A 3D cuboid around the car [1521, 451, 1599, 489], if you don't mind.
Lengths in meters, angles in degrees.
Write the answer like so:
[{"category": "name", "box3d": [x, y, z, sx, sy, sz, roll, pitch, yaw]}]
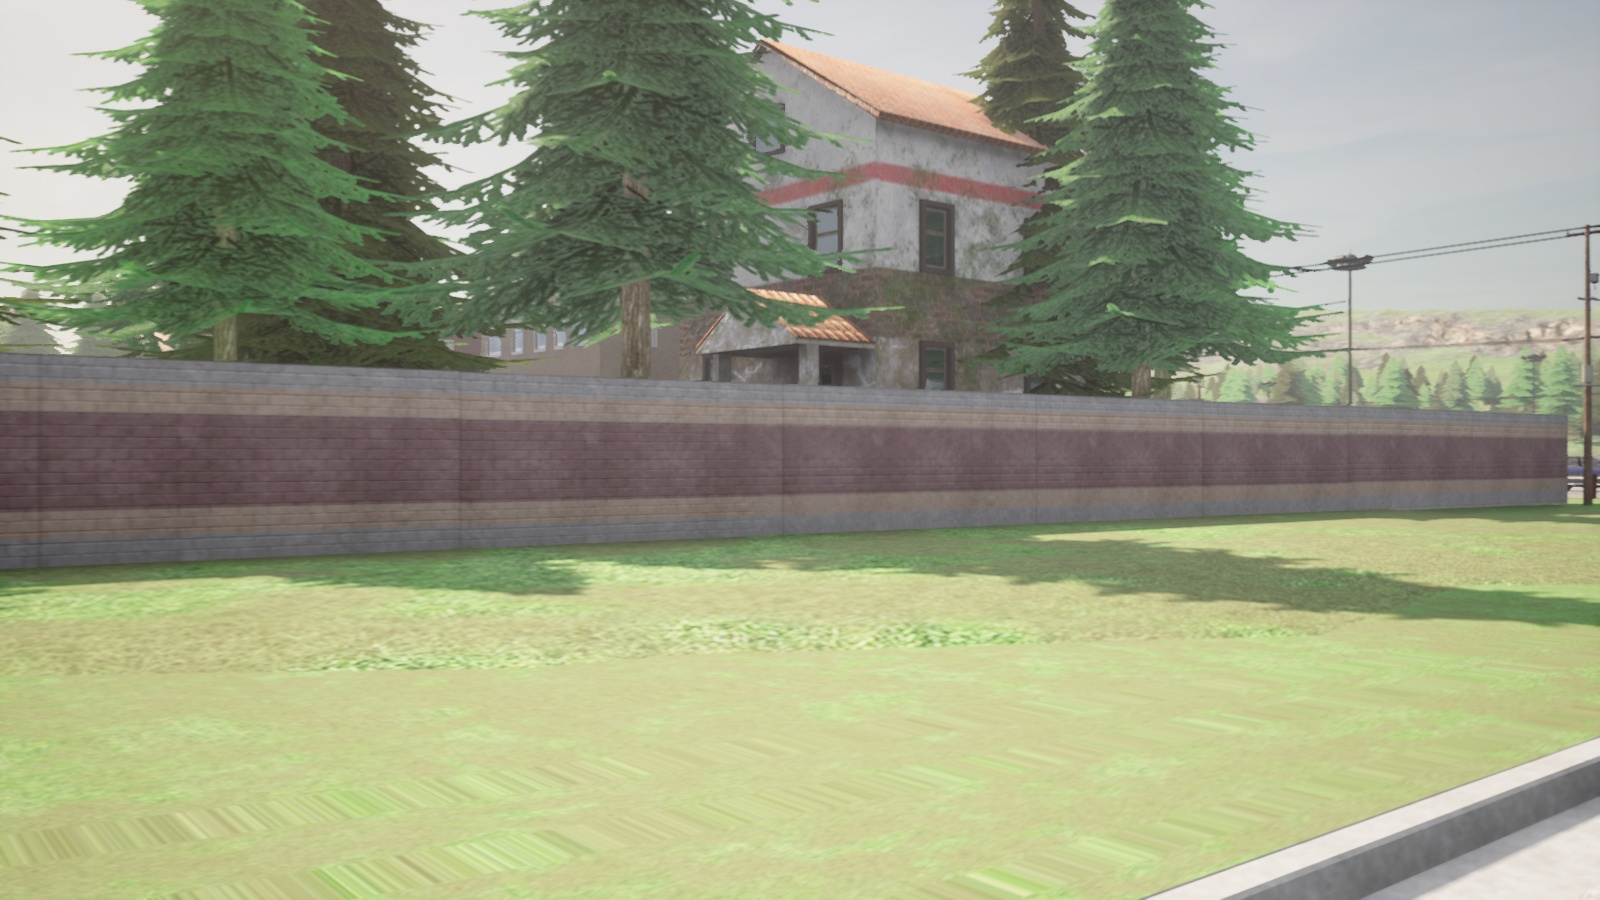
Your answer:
[{"category": "car", "box3d": [32.461, 0.803, 51.258, 2.163, 1.488, 4.792, 0, 0, -39]}]
